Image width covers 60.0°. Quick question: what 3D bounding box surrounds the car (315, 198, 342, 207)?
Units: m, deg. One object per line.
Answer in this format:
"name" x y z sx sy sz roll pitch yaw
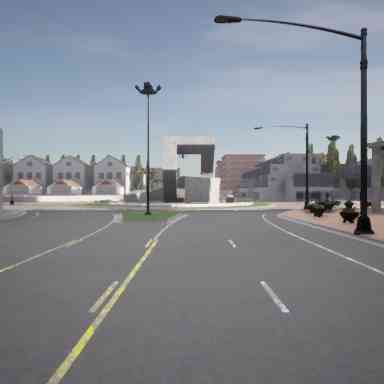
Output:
"car" 20.455 1.614 49.635 4.718 1.301 1.895 0 0 -40
